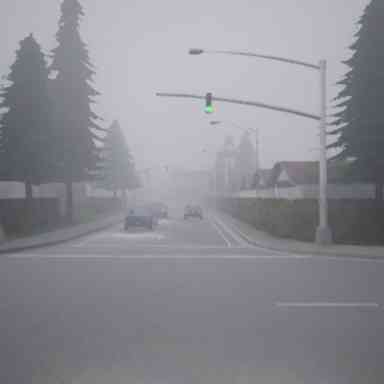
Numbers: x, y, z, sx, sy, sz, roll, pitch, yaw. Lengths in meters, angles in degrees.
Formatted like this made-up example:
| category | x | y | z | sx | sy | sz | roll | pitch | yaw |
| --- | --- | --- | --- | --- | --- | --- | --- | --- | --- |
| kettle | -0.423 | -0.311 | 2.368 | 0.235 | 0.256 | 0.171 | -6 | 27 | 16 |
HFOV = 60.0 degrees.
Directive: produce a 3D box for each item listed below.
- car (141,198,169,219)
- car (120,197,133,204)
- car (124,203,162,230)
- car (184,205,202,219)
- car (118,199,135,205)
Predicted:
| category | x | y | z | sx | sy | sz | roll | pitch | yaw |
| --- | --- | --- | --- | --- | --- | --- | --- | --- | --- |
| car | -3.578 | 1.795 | 34.279 | 2.097 | 1.767 | 4.553 | 0 | -1 | 0 |
| car | -16.762 | 2.095 | 78.722 | 3.866 | 1.878 | 1.905 | 0 | -1 | -1 |
| car | -3.585 | 1.792 | 24.124 | 1.882 | 1.535 | 5.008 | 0 | -1 | 0 |
| car | 0.114 | 1.981 | 33.733 | 2.033 | 1.411 | 5.357 | 0 | -1 | 0 |
| car | -16.170 | 2.421 | 82.047 | 3.806 | 1.475 | 1.970 | 0 | -1 | -1 |
